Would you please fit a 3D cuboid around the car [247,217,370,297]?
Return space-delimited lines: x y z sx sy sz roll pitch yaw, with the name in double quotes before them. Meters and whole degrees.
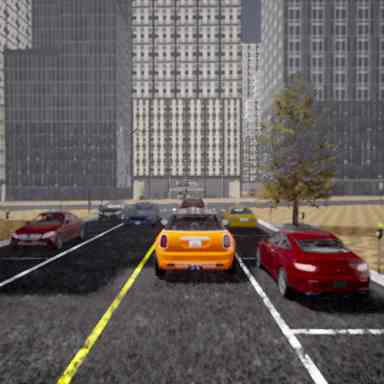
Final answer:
"car" 2.683 1.516 8.111 1.802 1.307 4.206 -1 0 0

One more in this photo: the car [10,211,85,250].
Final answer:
"car" -5.698 1.472 13.670 1.802 1.307 4.206 -1 0 0

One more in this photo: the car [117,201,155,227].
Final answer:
"car" -3.085 1.375 21.634 2.033 1.411 5.357 0 0 0

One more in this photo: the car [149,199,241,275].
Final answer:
"car" 0.086 1.268 10.290 2.097 1.767 4.553 0 0 0

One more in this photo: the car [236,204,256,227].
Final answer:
"car" 2.681 1.370 19.400 1.752 1.417 4.829 -1 0 0

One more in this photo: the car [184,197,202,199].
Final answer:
"car" 0.081 1.163 23.698 2.097 1.767 4.553 0 0 0

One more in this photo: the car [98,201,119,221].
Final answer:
"car" -5.700 1.353 24.788 2.008 1.369 4.403 -1 0 0
